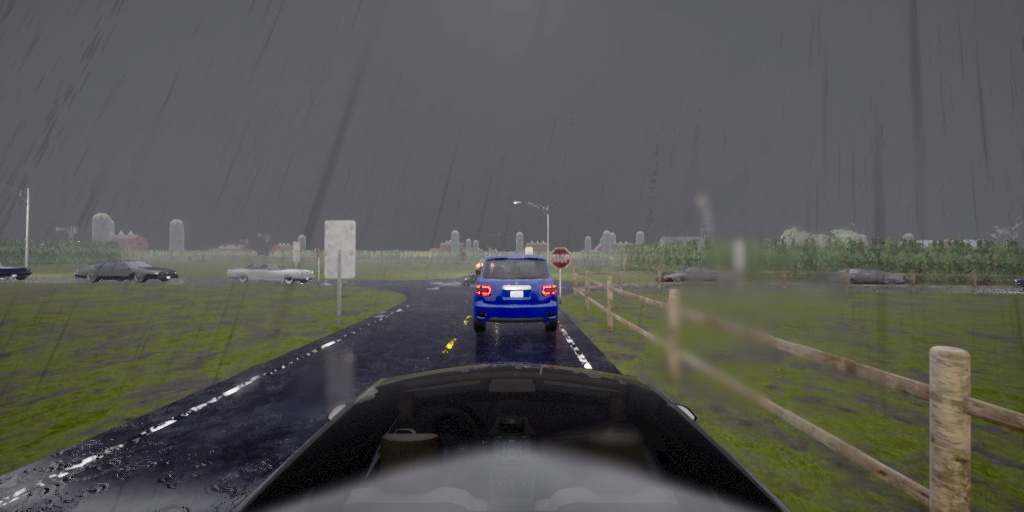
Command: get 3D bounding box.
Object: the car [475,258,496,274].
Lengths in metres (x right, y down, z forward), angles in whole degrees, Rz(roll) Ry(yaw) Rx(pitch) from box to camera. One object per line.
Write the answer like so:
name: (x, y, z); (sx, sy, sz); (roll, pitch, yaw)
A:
car: (-2.934, 1.081, 40.619); (2.097, 1.767, 4.553); (0, 0, 0)

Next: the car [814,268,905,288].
car: (25.677, 1.626, 26.592); (5.357, 1.411, 2.033); (1, -1, 0)

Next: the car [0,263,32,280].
car: (-35.127, 0.964, 23.723); (4.718, 1.301, 1.895); (1, -1, 0)

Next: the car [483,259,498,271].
car: (-2.951, 1.195, 50.523); (1.882, 1.535, 5.008); (0, 0, 0)

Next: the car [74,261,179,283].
car: (-25.385, 1.010, 23.700); (5.357, 1.411, 2.033); (1, -1, 0)

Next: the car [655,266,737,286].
car: (13.587, 1.483, 26.624); (5.357, 1.411, 2.033); (1, -1, 1)

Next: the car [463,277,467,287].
car: (-0.421, 1.263, 21.523); (2.033, 1.411, 5.357); (0, 0, 41)

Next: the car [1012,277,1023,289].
car: (40.789, 1.811, 26.542); (5.357, 1.411, 2.033); (1, -1, 0)

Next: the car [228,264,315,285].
car: (-15.719, 1.166, 23.693); (4.718, 1.301, 1.895); (1, -1, 0)

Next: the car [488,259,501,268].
car: (-2.967, 1.249, 61.181); (2.033, 1.411, 5.357); (0, 0, 0)

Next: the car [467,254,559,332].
car: (0.054, 0.971, 10.973); (2.150, 2.045, 5.566); (0, 0, -1)
